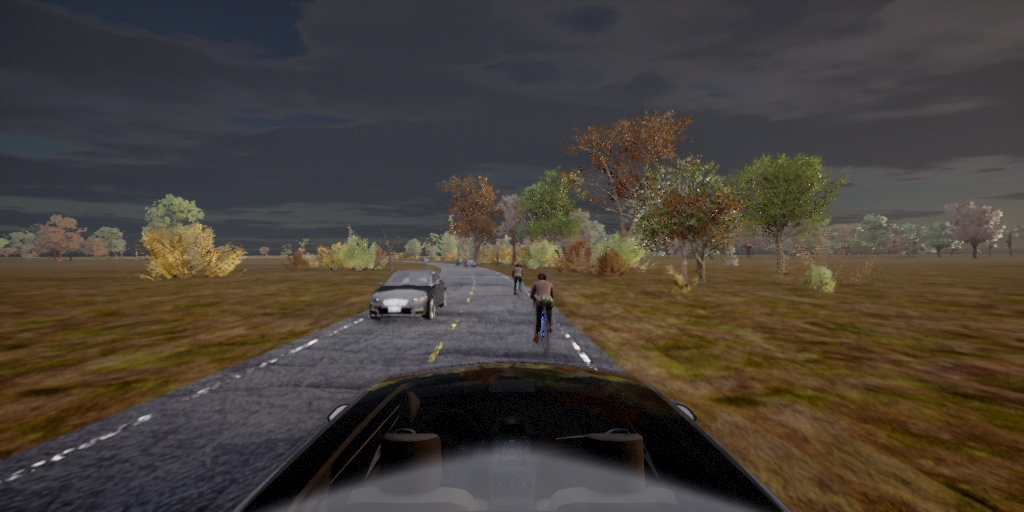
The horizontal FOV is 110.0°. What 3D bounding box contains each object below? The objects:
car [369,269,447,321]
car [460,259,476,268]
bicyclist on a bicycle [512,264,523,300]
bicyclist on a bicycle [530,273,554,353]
[{"bbox_3d":[-3.441,1.242,12.603,2.128,1.511,4.902,0,0,-3],"label":"car"},{"bbox_3d":[-7.435,1.323,62.995,2.033,1.411,5.357,0,0,-14],"label":"car"},{"bbox_3d":[0.267,1.204,16.956,0.582,1.620,1.656,0,0,-3],"label":"bicyclist on a bicycle"},{"bbox_3d":[0.680,1.203,7.872,0.582,1.620,1.656,0,0,-2],"label":"bicyclist on a bicycle"}]
